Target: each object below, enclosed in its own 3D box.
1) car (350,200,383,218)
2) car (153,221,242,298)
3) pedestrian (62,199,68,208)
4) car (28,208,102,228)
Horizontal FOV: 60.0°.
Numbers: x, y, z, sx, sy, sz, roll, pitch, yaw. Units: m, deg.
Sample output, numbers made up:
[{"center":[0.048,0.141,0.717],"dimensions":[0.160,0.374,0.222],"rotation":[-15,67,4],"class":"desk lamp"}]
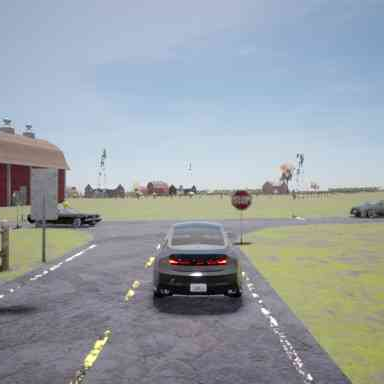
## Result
[{"center":[14.818,1.308,26.310],"dimensions":[4.181,1.385,1.994],"rotation":[-1,0,-3],"class":"car"},{"center":[0.118,1.506,8.520],"dimensions":[1.837,1.490,4.892],"rotation":[0,0,0],"class":"car"},{"center":[-11.139,1.491,29.265],"dimensions":[0.375,1.860,0.375],"rotation":[0,0,4],"class":"pedestrian"},{"center":[-8.478,1.700,22.329],"dimensions":[4.718,1.301,1.895],"rotation":[-1,-1,17],"class":"car"}]
